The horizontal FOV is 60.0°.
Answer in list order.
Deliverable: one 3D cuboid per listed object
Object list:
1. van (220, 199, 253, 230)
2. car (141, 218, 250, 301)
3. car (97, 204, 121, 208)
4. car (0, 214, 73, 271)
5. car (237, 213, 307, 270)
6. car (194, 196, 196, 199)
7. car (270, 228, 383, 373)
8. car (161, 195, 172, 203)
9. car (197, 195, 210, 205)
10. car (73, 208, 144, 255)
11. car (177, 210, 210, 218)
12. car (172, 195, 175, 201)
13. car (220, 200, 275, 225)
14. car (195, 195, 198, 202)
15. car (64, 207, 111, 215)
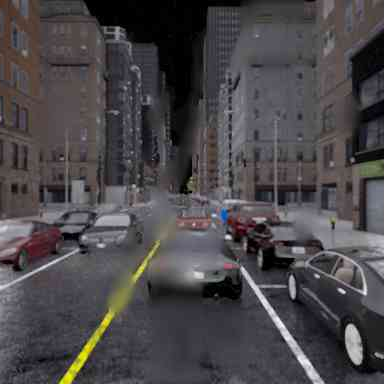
[{"bbox_3d":[2.858,1.424,22.046,1.690,1.788,3.998,0,0,0],"label":"van"},{"bbox_3d":[0.090,1.596,8.466,1.994,1.385,4.181,0,0,1],"label":"car"},{"bbox_3d":[-5.668,1.523,22.040,1.967,1.590,4.097,0,0,0],"label":"car"},{"bbox_3d":[-5.668,1.624,10.990,1.802,1.307,4.206,0,0,0],"label":"car"},{"bbox_3d":[2.858,1.608,10.998,1.947,1.339,4.313,0,0,0],"label":"car"},{"bbox_3d":[2.074,1.970,88.545,1.802,1.307,4.206,0,0,-1],"label":"car"},{"bbox_3d":[2.858,1.572,5.474,2.008,1.369,4.403,0,0,0],"label":"car"},{"bbox_3d":[-6.201,1.767,77.064,1.967,1.590,4.097,0,0,-1],"label":"car"},{"bbox_3d":[2.571,1.714,65.935,1.967,1.590,4.097,0,0,-1],"label":"car"},{"bbox_3d":[-3.086,1.577,13.652,1.812,1.442,4.674,0,0,0],"label":"car"},{"bbox_3d":[0.100,1.673,18.931,1.895,1.301,4.718,0,0,0],"label":"car"},{"bbox_3d":[-6.575,1.741,94.025,2.192,1.841,5.009,0,0,-1],"label":"car"},{"bbox_3d":[2.858,1.377,16.523,2.192,1.841,5.009,0,0,0],"label":"car"},{"bbox_3d":[2.323,1.910,77.242,1.802,1.307,4.206,0,0,-1],"label":"car"},{"bbox_3d":[-5.668,1.628,16.515,1.947,1.339,4.313,0,0,0],"label":"car"}]
